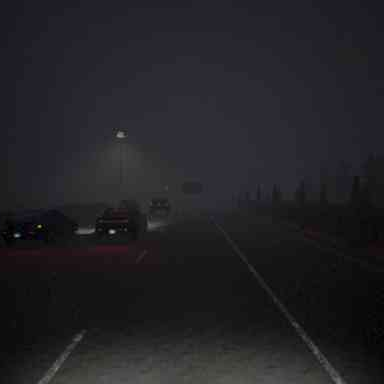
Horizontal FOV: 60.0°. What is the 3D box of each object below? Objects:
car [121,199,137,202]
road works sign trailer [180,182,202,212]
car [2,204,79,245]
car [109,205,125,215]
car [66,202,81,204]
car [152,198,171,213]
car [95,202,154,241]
[{"bbox_3d":[-6.913,1.578,36.993,1.837,1.490,4.892,0,-1,0],"label":"car"},{"bbox_3d":[0.046,0.622,39.661,2.380,3.560,2.880,0,-2,3],"label":"road works sign trailer"},{"bbox_3d":[-6.906,1.514,15.461,1.812,1.442,4.674,0,0,0],"label":"car"},{"bbox_3d":[-14.045,3.398,62.343,1.882,1.535,5.008,0,-6,0],"label":"car"},{"bbox_3d":[-21.050,2.723,58.344,2.150,2.045,5.566,0,-6,1],"label":"car"},{"bbox_3d":[-3.413,1.418,36.664,2.097,1.767,4.553,0,-1,0],"label":"car"},{"bbox_3d":[-3.406,1.479,16.627,2.128,1.511,4.902,0,0,0],"label":"car"}]
